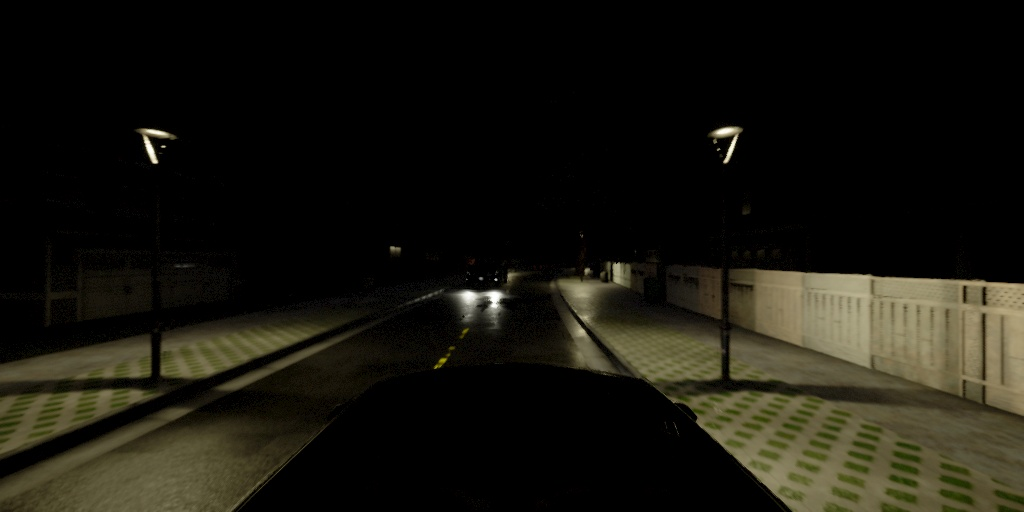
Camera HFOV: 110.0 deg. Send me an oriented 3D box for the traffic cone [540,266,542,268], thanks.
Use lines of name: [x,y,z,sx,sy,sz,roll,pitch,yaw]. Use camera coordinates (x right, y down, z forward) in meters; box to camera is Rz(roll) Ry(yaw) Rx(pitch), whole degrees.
traffic cone: [5.117,1.851,63.397,0.340,0.580,0.340,0,0,17]

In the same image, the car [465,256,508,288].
car: [-1.612,1.020,24.637,2.150,2.045,5.566,0,0,6]

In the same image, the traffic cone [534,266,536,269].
traffic cone: [3.721,1.836,58.534,0.340,0.580,0.340,0,0,15]
